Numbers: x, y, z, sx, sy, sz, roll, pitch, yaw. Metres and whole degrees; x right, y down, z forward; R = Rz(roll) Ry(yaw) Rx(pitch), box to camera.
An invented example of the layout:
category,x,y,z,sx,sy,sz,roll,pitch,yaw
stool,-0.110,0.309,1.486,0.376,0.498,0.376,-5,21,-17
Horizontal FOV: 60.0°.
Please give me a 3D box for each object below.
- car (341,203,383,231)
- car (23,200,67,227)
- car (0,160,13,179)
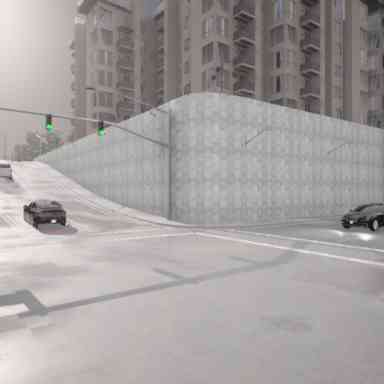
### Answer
category,x,y,z,sx,sy,sz,roll,pitch,yaw
car,11.138,1.496,20.532,4.892,1.490,1.837,0,0,-36
car,-9.400,1.258,21.140,1.837,1.490,4.892,0,4,-36
car,-23.445,-2.865,40.695,2.150,2.045,5.566,0,12,-36
